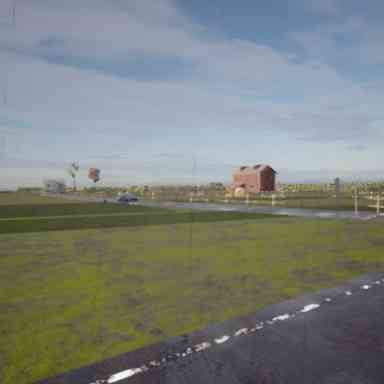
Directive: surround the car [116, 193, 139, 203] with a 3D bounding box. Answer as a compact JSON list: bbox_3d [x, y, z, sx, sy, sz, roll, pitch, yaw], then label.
[{"bbox_3d":[-10.552,0.946,53.823,2.033,1.411,5.357,-2,1,-36],"label":"car"}]
